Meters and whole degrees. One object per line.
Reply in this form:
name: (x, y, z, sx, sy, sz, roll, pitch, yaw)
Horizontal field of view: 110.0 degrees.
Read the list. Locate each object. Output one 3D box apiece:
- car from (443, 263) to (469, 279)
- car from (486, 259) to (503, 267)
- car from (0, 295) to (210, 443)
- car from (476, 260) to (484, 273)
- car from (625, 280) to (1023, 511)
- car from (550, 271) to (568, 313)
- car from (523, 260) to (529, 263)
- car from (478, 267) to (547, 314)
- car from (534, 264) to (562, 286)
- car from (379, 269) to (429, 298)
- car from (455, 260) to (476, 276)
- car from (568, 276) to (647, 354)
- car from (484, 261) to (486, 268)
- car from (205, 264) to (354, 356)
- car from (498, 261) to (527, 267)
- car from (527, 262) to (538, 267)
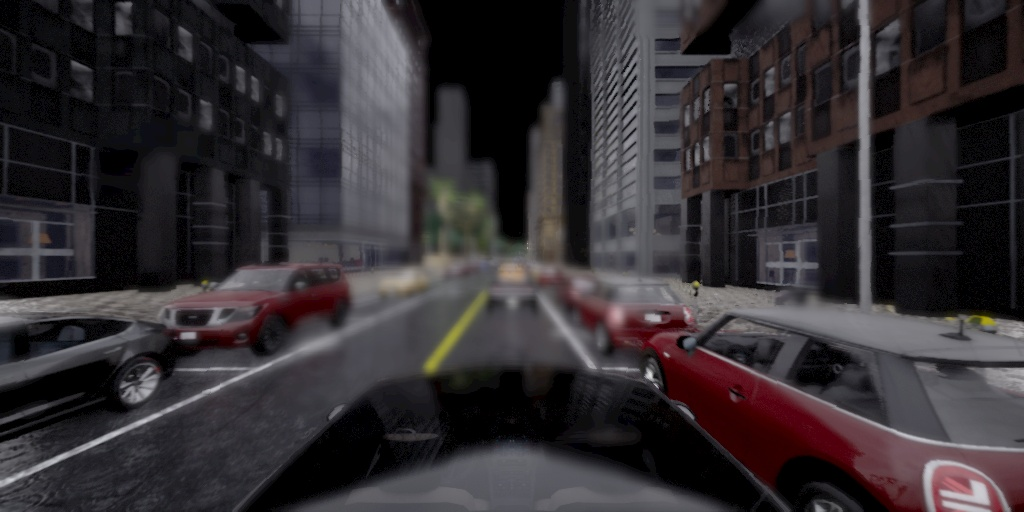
car: (-5.773, 1.628, 36.042, 1.802, 1.307, 4.207, 0, 0, 0)
car: (-3.061, 1.749, 60.423, 1.882, 1.535, 5.008, 0, 0, 1)
car: (-5.763, 1.331, 3.487, 1.948, 1.339, 4.313, 0, 0, 0)
car: (-5.778, 1.510, 52.319, 2.192, 1.841, 5.009, 0, 0, 0)
car: (2.762, 1.205, 3.487, 1.967, 1.591, 4.097, 0, 0, 0)
car: (2.759, 1.439, 14.337, 1.802, 1.307, 4.207, 0, 0, 0)
car: (2.749, 1.585, 46.885, 1.967, 1.591, 4.097, 0, 0, 0)
car: (0.039, 1.348, 14.262, 2.128, 1.511, 4.902, 0, 0, 0)
car: (2.755, 1.496, 25.186, 1.888, 1.381, 4.507, 0, 0, 0)
car: (-5.768, 1.429, 19.595, 1.751, 1.417, 4.829, 0, 0, 0)
car: (-5.774, 1.410, 41.468, 2.192, 1.841, 5.009, 0, 0, 0)
car: (2.760, 1.251, 8.912, 1.967, 1.591, 4.097, 0, 0, 0)
car: (-5.779, 1.791, 57.745, 1.888, 1.381, 4.507, 0, 0, 0)
car: (-5.765, 1.125, 8.913, 2.192, 1.841, 5.009, 0, 0, 0)
car: (0.047, 1.475, 30.520, 1.882, 1.535, 5.008, 0, 0, 1)
car: (2.752, 1.572, 36.206, 1.751, 1.417, 4.829, 0, 0, 0)
